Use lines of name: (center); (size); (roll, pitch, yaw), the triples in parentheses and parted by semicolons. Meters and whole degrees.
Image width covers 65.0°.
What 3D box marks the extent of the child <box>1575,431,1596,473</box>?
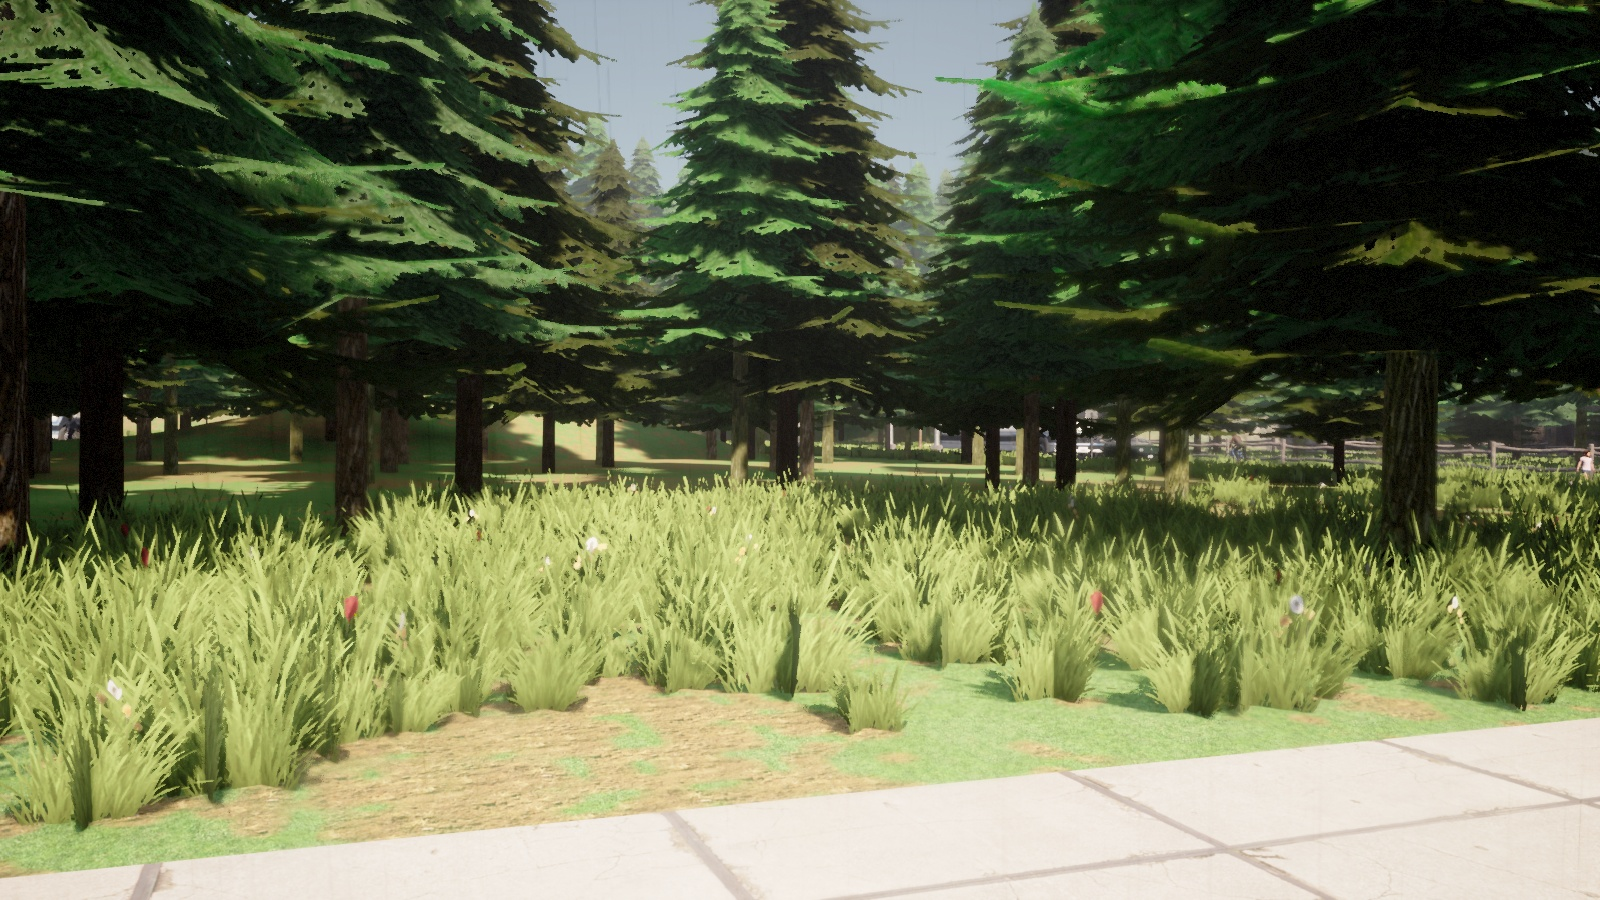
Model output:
child: (20.518, 0.048, 32.791); (0.255, 1.110, 0.394); (-1, 1, -12)

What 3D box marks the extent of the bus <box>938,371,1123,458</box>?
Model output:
bus: (12.044, -1.825, 66.949); (3.944, 4.253, 10.273); (-1, 1, -30)

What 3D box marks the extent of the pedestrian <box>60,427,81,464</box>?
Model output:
pedestrian: (-38.579, -0.230, 66.412); (0.423, 1.949, 0.788); (0, 1, 23)

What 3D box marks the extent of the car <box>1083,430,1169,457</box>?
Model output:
car: (16.733, -0.362, 64.693); (1.895, 1.301, 4.718); (-1, 1, -20)

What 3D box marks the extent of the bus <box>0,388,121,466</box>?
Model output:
bus: (-44.786, -1.279, 71.149); (3.944, 4.253, 10.273); (0, 1, 40)
